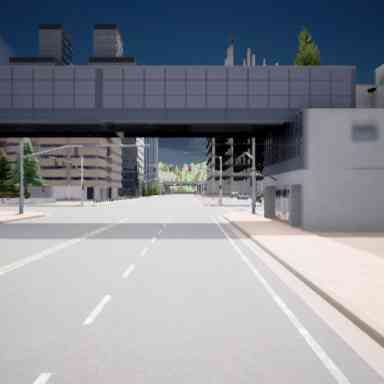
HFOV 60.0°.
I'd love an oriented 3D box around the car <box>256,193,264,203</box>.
[{"bbox_3d":[13.132,1.119,61.628,1.932,1.855,4.605,0,0,0],"label":"car"}]
